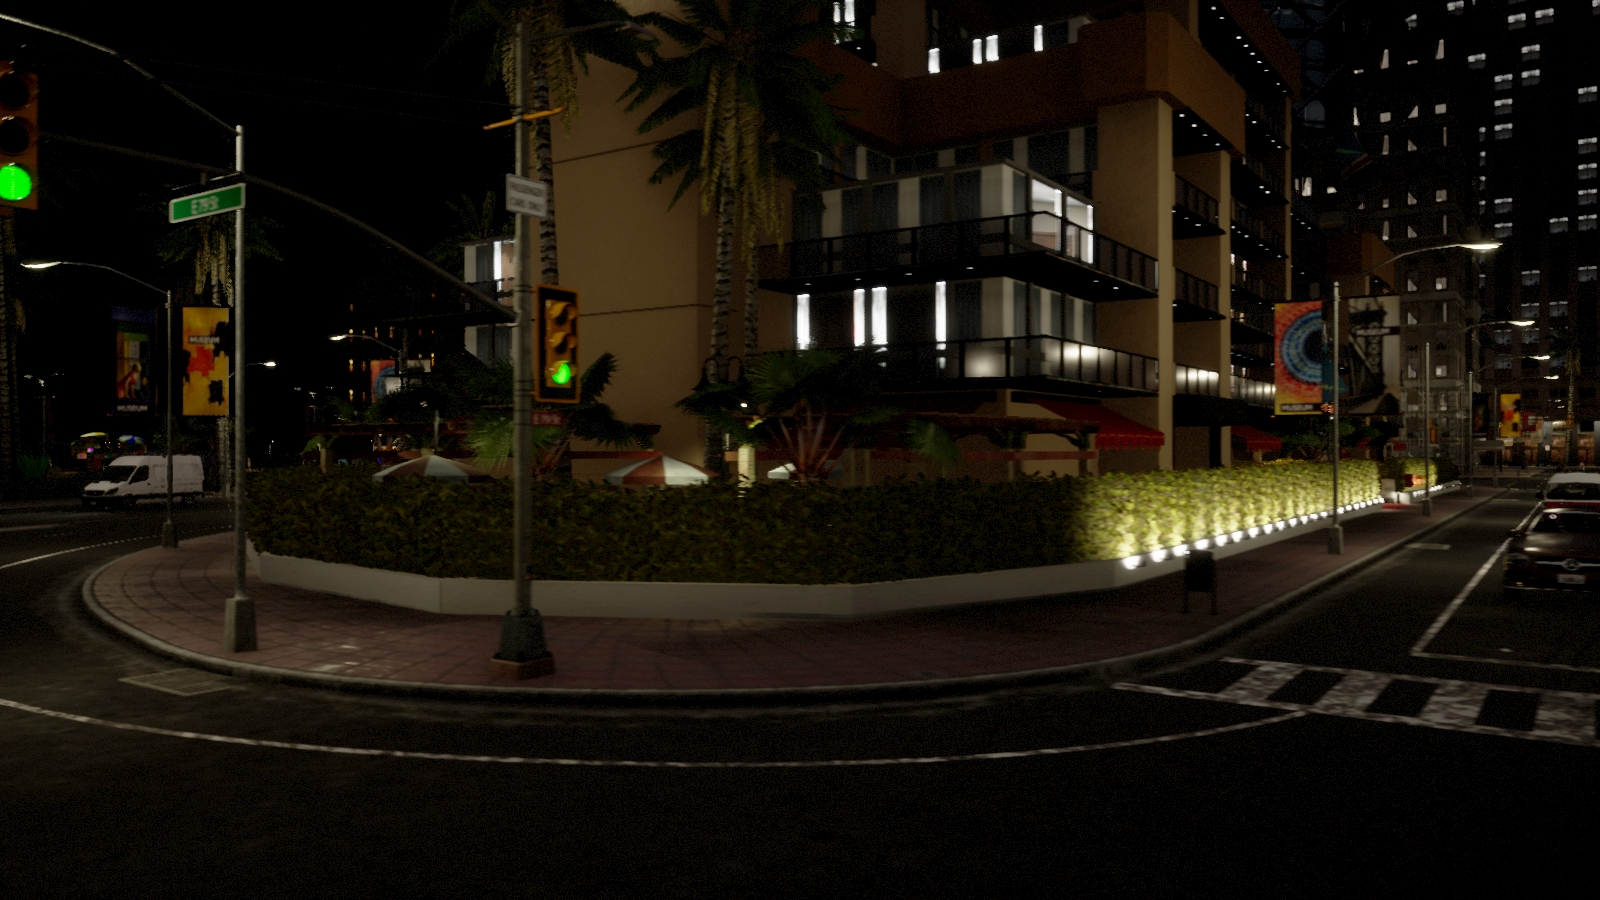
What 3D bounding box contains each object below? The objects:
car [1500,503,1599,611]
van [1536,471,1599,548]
[{"bbox_3d":[15.085,1.992,22.311,2.152,1.651,5.027,0,0,34],"label":"car"},{"bbox_3d":[24.137,1.771,35.468,2.069,2.038,4.480,0,1,34],"label":"van"}]
